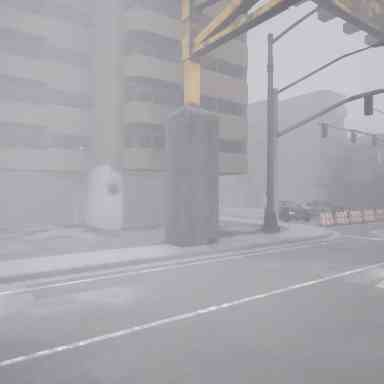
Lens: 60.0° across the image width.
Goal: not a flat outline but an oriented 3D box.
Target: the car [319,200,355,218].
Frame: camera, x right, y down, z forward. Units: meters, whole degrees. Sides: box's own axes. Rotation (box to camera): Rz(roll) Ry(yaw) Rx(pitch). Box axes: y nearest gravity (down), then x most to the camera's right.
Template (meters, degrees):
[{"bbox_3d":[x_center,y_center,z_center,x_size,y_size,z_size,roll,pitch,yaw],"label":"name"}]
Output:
[{"bbox_3d":[11.006,1.453,28.134,4.974,1.542,2.038,0,0,34],"label":"car"}]

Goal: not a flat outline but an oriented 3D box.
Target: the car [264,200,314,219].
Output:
[{"bbox_3d":[7.429,1.295,26.020,1.853,1.218,4.536,0,0,-11],"label":"car"}]

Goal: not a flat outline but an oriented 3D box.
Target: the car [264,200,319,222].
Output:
[{"bbox_3d":[7.439,1.453,25.969,2.038,1.542,4.974,0,0,-11],"label":"car"}]

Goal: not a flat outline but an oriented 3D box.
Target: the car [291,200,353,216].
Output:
[{"bbox_3d":[10.962,1.295,28.162,4.536,1.218,1.853,0,0,34],"label":"car"}]
